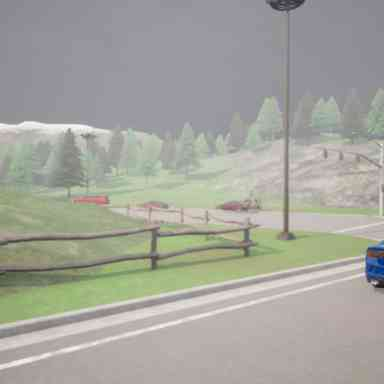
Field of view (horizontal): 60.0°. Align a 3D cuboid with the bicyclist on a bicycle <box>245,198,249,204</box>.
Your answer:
[{"bbox_3d":[7.771,1.626,44.816,0.582,1.620,1.656,0,0,34],"label":"bicyclist on a bicycle"}]

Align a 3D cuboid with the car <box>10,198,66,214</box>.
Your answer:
[{"bbox_3d":[-16.606,1.569,35.939,4.892,1.490,1.837,0,-2,11],"label":"car"}]

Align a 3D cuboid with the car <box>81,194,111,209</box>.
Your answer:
[{"bbox_3d":[-14.970,1.382,49.844,5.566,2.045,2.150,1,0,11],"label":"car"}]

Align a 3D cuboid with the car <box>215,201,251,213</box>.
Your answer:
[{"bbox_3d":[5.130,1.809,41.657,4.674,1.442,1.812,0,-1,33],"label":"car"}]

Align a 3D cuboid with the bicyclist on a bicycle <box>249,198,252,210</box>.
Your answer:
[{"bbox_3d":[8.510,1.630,44.318,0.582,1.620,1.656,0,0,34],"label":"bicyclist on a bicycle"}]

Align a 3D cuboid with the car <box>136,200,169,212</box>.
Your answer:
[{"bbox_3d":[-5.139,1.768,43.094,4.181,1.385,1.994,0,0,23],"label":"car"}]

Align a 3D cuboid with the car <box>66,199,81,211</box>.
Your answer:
[{"bbox_3d":[-16.194,1.593,39.410,4.892,1.490,1.837,0,-2,11],"label":"car"}]

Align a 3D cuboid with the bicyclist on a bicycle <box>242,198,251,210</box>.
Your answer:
[{"bbox_3d":[7.401,1.625,45.063,0.582,1.620,1.656,0,0,34],"label":"bicyclist on a bicycle"}]

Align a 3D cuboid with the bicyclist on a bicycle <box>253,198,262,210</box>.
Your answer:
[{"bbox_3d":[8.879,1.632,44.068,0.582,1.620,1.656,0,0,34],"label":"bicyclist on a bicycle"}]

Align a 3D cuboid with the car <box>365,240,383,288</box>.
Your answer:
[{"bbox_3d":[6.262,1.578,8.345,5.008,1.535,1.882,1,0,-38],"label":"car"}]
